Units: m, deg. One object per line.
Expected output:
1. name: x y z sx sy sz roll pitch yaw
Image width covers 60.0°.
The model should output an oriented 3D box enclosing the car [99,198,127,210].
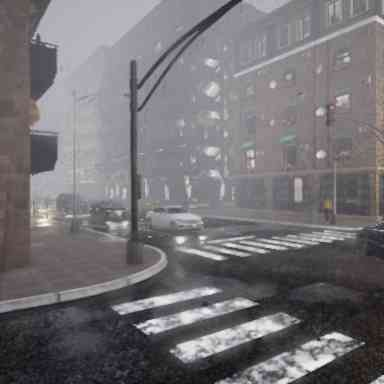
1. car: -10.033 1.489 42.048 1.887 1.381 4.507 0 0 -36

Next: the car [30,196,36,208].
1. car: -23.475 1.580 46.319 1.802 1.307 4.206 0 0 -36

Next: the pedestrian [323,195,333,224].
1. pedestrian: 8.659 1.093 21.259 0.375 1.860 0.375 0 0 -36

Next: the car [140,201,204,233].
1. car: -1.180 1.524 19.958 1.812 1.442 4.674 0 0 -34

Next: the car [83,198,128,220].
1. car: -7.138 1.477 28.183 2.128 1.511 4.902 0 0 -36

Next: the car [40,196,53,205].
1. car: -23.514 1.456 56.244 2.128 1.511 4.902 0 0 -36

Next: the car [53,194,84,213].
1. car: -13.302 1.202 36.708 2.150 2.045 5.566 0 0 -35

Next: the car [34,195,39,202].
1. car: -33.286 1.498 74.147 1.887 1.381 4.507 0 0 -36

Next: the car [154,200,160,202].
1. car: -3.490 1.473 33.016 1.752 1.417 4.829 0 0 -36

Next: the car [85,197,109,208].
1. car: -13.354 1.490 46.633 1.887 1.381 4.507 0 0 -36

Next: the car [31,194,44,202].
1. car: -36.607 1.397 78.730 1.967 1.590 4.097 0 0 -36

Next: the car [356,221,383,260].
1. car: 6.547 1.509 9.915 2.128 1.511 4.902 0 0 8

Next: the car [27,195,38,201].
1. car: -39.929 1.543 83.317 1.802 1.307 4.206 -1 0 -36

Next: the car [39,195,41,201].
1. car: -29.963 1.503 69.561 2.008 1.369 4.403 0 0 -36

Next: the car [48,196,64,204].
1. car: -26.642 1.501 64.976 2.008 1.369 4.403 0 0 -36
